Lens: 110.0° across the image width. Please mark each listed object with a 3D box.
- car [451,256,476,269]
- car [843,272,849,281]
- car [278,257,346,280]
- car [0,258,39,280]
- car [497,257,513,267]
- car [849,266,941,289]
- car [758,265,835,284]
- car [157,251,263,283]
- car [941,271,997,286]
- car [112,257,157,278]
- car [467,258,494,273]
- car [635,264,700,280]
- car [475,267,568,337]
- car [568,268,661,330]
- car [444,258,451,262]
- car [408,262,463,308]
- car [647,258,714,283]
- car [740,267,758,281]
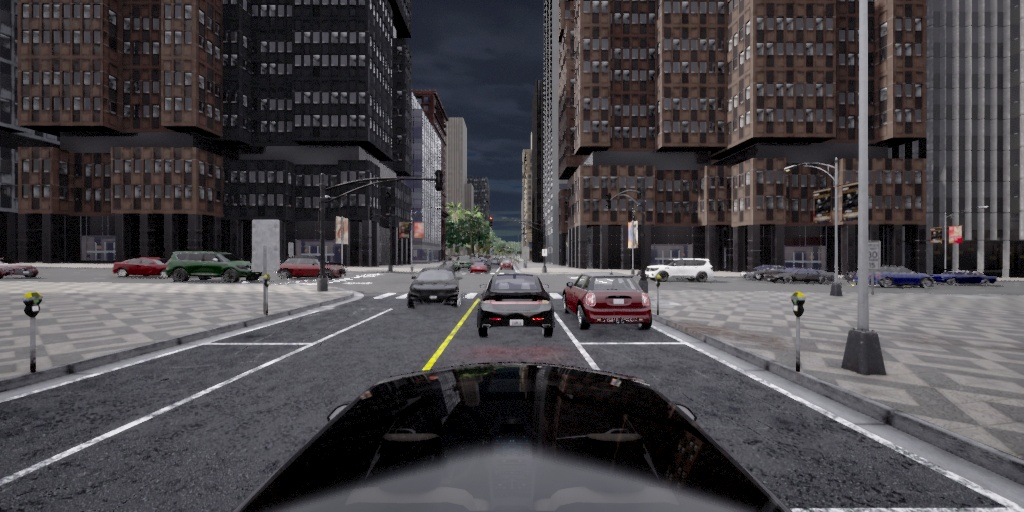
[{"bbox_3d":[-6.584,0.973,49.348,2.150,2.045,5.566,0,0,0],"label":"car"},{"bbox_3d":[34.730,1.838,34.697,4.181,1.385,1.994,1,0,-1],"label":"car"},{"bbox_3d":[-15.383,0.914,27.819,4.553,1.767,2.097,1,0,-4],"label":"car"},{"bbox_3d":[-35.073,0.813,24.151,4.674,1.442,1.812,1,0,-1],"label":"car"},{"bbox_3d":[-0.755,1.198,52.527,1.967,1.591,4.097,0,0,-1],"label":"car"},{"bbox_3d":[29.778,1.561,27.962,4.553,1.767,2.097,1,0,0],"label":"car"},{"bbox_3d":[25.123,1.685,31.370,5.357,1.411,2.033,1,0,0],"label":"car"},{"bbox_3d":[-20.019,0.721,24.272,5.566,2.045,2.150,1,0,0],"label":"car"},{"bbox_3d":[39.050,1.942,31.471,4.718,1.301,1.895,1,0,0],"label":"car"},{"bbox_3d":[-27.388,0.871,27.459,5.008,1.535,1.882,1,0,-1],"label":"car"},{"bbox_3d":[-3.712,1.300,42.818,1.994,1.385,4.181,0,0,4],"label":"car"},{"bbox_3d":[14.909,1.533,34.523,5.357,1.411,2.033,1,0,1],"label":"car"},{"bbox_3d":[0.077,1.241,10.260,2.128,1.511,4.902,0,0,-1],"label":"car"},{"bbox_3d":[2.735,1.190,11.146,1.967,1.591,4.097,0,0,0],"label":"car"},{"bbox_3d":[-9.280,1.324,52.450,1.948,1.339,4.313,0,0,-1],"label":"car"},{"bbox_3d":[-3.186,1.227,15.439,1.882,1.535,5.008,1,0,-8],"label":"car"},{"bbox_3d":[14.510,1.205,31.259,5.566,2.045,2.150,1,0,1],"label":"car"},{"bbox_3d":[24.708,1.619,34.618,4.902,1.511,2.128,1,0,-1],"label":"car"}]
